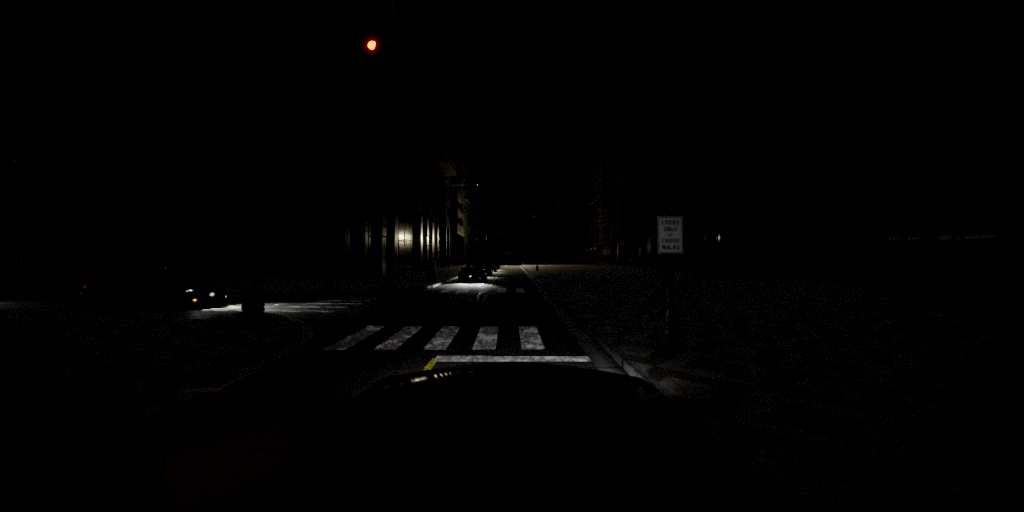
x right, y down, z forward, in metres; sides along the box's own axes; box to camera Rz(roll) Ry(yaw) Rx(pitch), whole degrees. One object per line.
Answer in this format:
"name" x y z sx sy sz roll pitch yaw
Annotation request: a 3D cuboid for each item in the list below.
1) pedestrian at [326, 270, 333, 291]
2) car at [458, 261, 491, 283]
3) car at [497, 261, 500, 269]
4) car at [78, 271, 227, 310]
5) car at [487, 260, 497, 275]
"pedestrian" -9.971 0.974 19.611 0.375 1.860 0.375 0 -1 0
"car" -3.036 1.327 28.430 1.994 1.385 4.181 0 0 1
"car" -2.997 1.322 47.624 1.837 1.490 4.892 0 0 0
"car" -13.253 1.256 13.415 4.181 1.385 1.994 0 -1 -1
"car" -3.025 1.332 37.751 2.033 1.411 5.357 0 0 0
